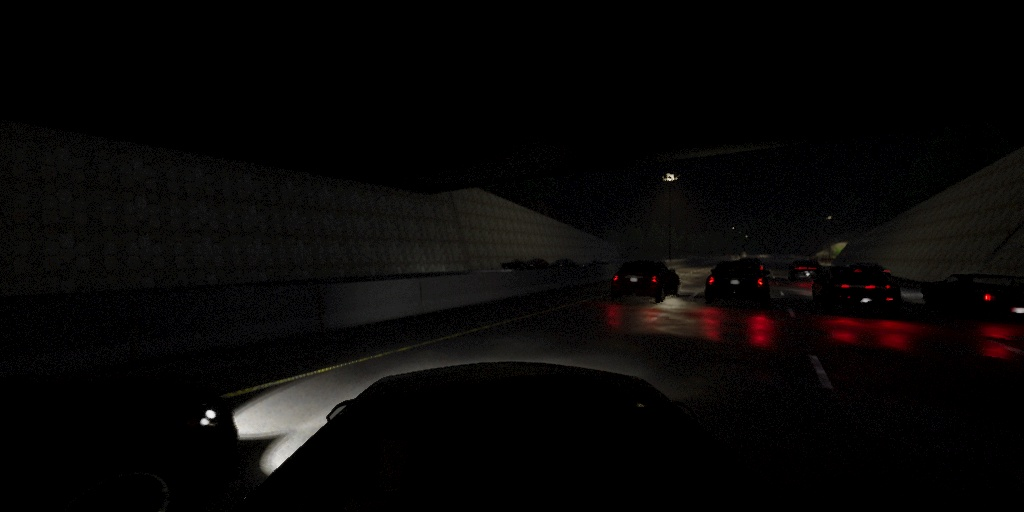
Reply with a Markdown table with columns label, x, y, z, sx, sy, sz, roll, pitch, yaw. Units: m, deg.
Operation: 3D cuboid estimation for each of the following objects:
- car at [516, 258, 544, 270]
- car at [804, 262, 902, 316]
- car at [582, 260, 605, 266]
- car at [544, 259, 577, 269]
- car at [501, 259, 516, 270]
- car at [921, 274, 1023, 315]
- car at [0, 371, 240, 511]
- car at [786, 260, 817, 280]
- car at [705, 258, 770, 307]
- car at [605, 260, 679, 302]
| label | x | y | z | sx | sy | sz | roll | pitch | yaw |
| --- | --- | --- | --- | --- | --- | --- | --- | --- | --- |
| car | 2.805 | 0.999 | 42.410 | 1.812 | 1.442 | 4.674 | 0 | 0 | 35 |
| car | 12.449 | 1.162 | 13.184 | 2.128 | 1.511 | 4.902 | 0 | 0 | 35 |
| car | 9.390 | 1.093 | 39.594 | 1.895 | 1.301 | 4.718 | 0 | 0 | 35 |
| car | 5.827 | 1.011 | 40.623 | 1.812 | 1.442 | 4.674 | 0 | 0 | 35 |
| car | 0.647 | 1.055 | 45.417 | 1.895 | 1.301 | 4.718 | 0 | 0 | 35 |
| car | 16.074 | 1.277 | 12.261 | 1.895 | 1.301 | 4.718 | 0 | 0 | 35 |
| car | -4.038 | 1.314 | 1.813 | 1.994 | 1.385 | 4.181 | 0 | 1 | 35 |
| car | 22.456 | 1.074 | 27.517 | 1.837 | 1.490 | 4.892 | 0 | 0 | 35 |
| car | 9.658 | 1.008 | 15.297 | 2.097 | 1.767 | 4.553 | 0 | 0 | 35 |
| car | 6.247 | 1.000 | 16.526 | 2.097 | 1.767 | 4.553 | 0 | 0 | 35 |
